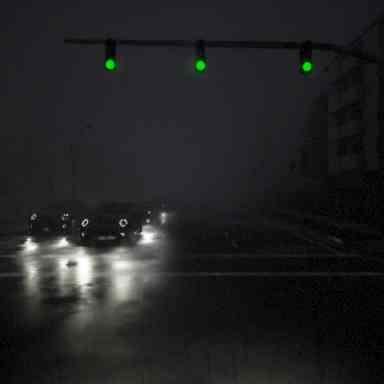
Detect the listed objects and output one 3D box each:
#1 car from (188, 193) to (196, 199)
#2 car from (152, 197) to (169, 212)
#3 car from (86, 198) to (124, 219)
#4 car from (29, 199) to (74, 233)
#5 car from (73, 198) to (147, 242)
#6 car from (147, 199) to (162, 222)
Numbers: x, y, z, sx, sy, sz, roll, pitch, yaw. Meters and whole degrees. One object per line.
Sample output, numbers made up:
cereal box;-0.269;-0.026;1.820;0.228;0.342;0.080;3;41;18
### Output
car;-0.005;0.902;79.927;1.812;1.442;4.674;0;0;0
car;-3.564;1.294;35.014;1.812;1.442;4.674;0;1;0
car;-7.092;1.294;27.675;1.882;1.535;5.008;0;0;0
car;-7.099;1.229;18.452;2.097;1.767;4.553;0;0;0
car;-3.600;1.248;15.550;2.097;1.767;4.553;0;0;0
car;-3.596;1.438;24.543;1.895;1.301;4.718;0;0;0
